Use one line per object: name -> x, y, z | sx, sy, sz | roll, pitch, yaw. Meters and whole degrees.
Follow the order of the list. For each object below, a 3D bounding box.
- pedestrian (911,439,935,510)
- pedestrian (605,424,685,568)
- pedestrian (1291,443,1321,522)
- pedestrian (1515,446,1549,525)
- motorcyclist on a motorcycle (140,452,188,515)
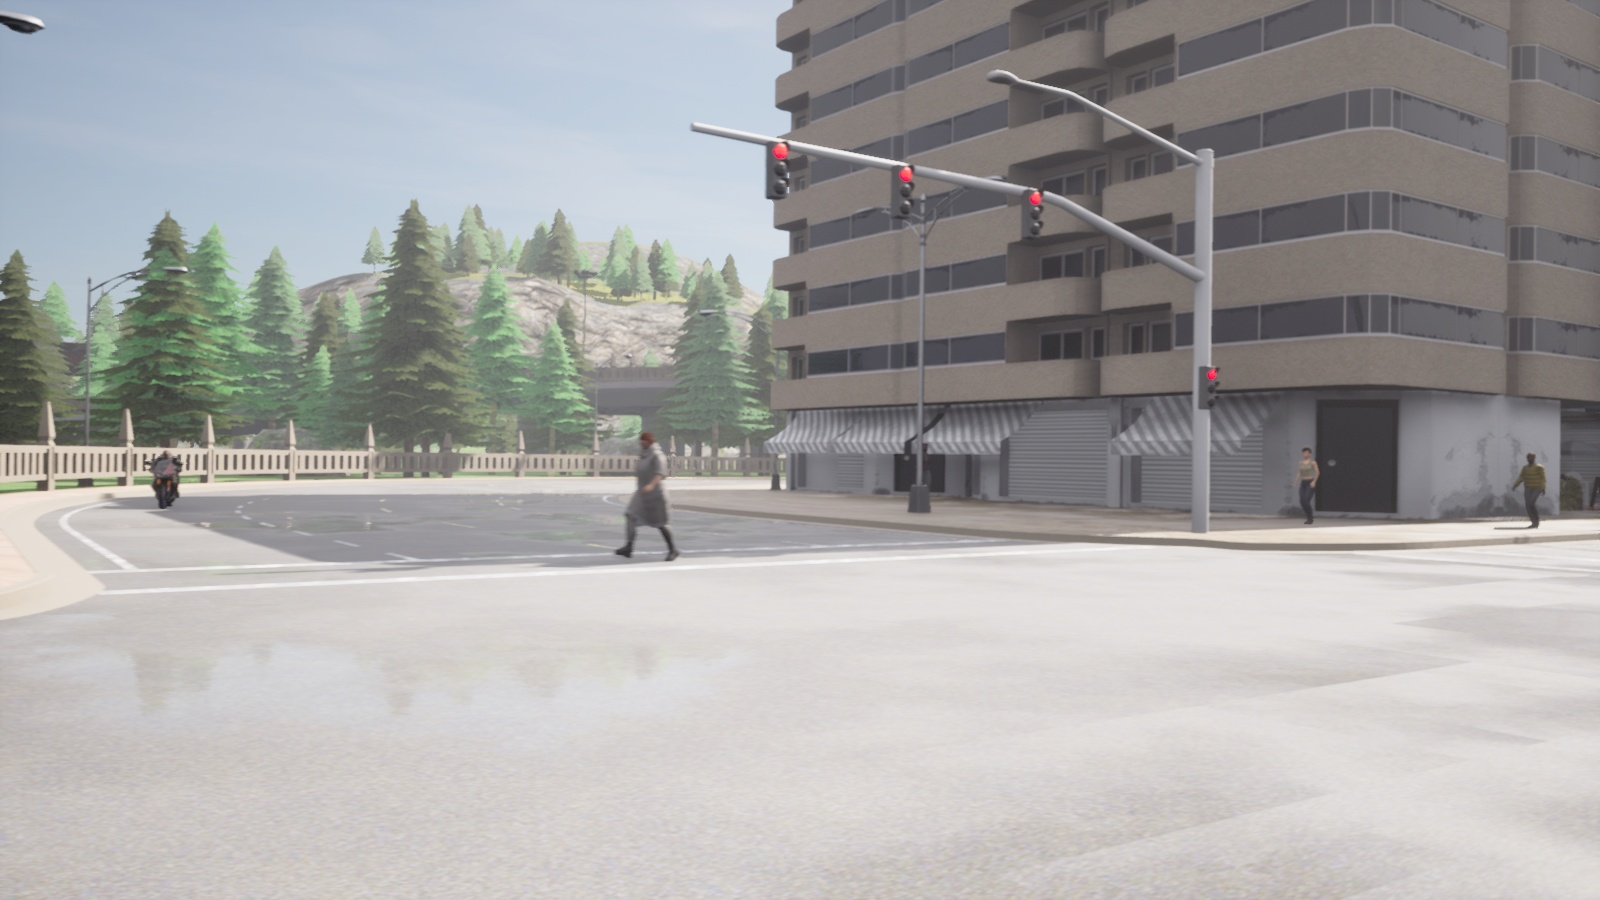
pedestrian -> 3.388, 0.679, 34.515 | 0.402, 1.930, 0.666 | 1, 0, -19
pedestrian -> -2.165, 0.625, 17.562 | 0.873, 1.952, 0.659 | 1, -1, -44
pedestrian -> 11.900, 0.766, 29.538 | 0.594, 1.836, 0.345 | 1, 0, -30
pedestrian -> 17.170, 0.824, 29.455 | 0.726, 1.835, 0.370 | 1, 0, -28
motorcyclist on a motorcycle -> -16.191, 0.832, 32.006 | 0.866, 1.530, 2.191 | 1, -1, -21
